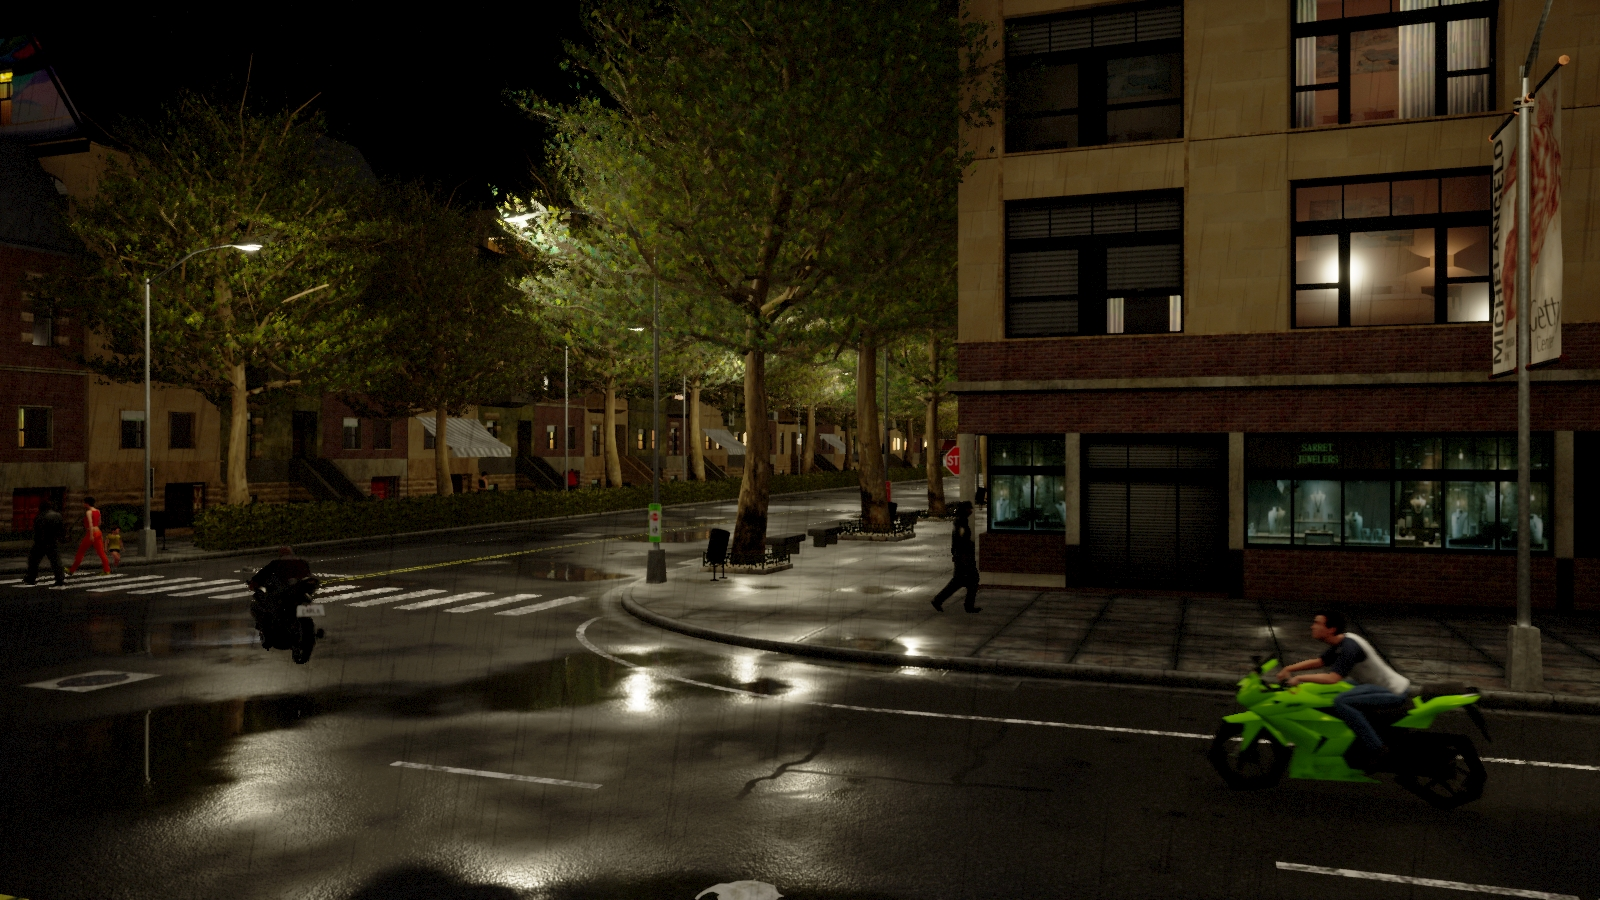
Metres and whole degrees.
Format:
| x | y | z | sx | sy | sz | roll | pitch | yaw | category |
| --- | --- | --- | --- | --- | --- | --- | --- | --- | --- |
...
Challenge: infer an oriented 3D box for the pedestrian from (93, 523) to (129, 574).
| x | y | z | sx | sy | sz | roll | pitch | yaw | category |
| --- | --- | --- | --- | --- | --- | --- | --- | --- | --- |
| -15.625 | 2.229 | 25.902 | 0.500 | 1.100 | 0.500 | 0 | 0 | 19 | pedestrian |

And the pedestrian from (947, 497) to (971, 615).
| x | y | z | sx | sy | sz | roll | pitch | yaw | category |
| --- | --- | --- | --- | --- | --- | --- | --- | --- | --- |
| 2.561 | 1.699 | 18.416 | 0.375 | 1.860 | 0.375 | 0 | 0 | 5 | pedestrian |

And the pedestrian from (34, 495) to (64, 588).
| x | y | z | sx | sy | sz | roll | pitch | yaw | category |
| --- | --- | --- | --- | --- | --- | --- | --- | --- | --- |
| -15.305 | 1.849 | 23.285 | 0.375 | 1.860 | 0.375 | 0 | 0 | 20 | pedestrian |

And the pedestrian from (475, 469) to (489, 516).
| x | y | z | sx | sy | sz | roll | pitch | yaw | category |
| --- | --- | --- | --- | --- | --- | --- | --- | --- | --- |
| -12.773 | 1.696 | 45.877 | 0.375 | 1.860 | 0.375 | 0 | 0 | 18 | pedestrian |

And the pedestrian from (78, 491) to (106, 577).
| x | y | z | sx | sy | sz | roll | pitch | yaw | category |
| --- | --- | --- | --- | --- | --- | --- | --- | --- | --- |
| -15.591 | 1.849 | 25.159 | 0.375 | 1.860 | 0.375 | 0 | 0 | 6 | pedestrian |

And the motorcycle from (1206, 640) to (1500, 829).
| x | y | z | sx | sy | sz | roll | pitch | yaw | category |
| --- | --- | --- | --- | --- | --- | --- | --- | --- | --- |
| 4.331 | 2.212 | 9.127 | 2.033 | 1.145 | 0.803 | 0 | 0 | 21 | motorcycle |

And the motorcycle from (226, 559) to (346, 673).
| x | y | z | sx | sy | sz | roll | pitch | yaw | category |
| --- | --- | --- | --- | --- | --- | --- | --- | --- | --- |
| -7.014 | 2.205 | 15.523 | 0.867 | 1.251 | 2.209 | 3 | -2 | -40 | motorcycle |
